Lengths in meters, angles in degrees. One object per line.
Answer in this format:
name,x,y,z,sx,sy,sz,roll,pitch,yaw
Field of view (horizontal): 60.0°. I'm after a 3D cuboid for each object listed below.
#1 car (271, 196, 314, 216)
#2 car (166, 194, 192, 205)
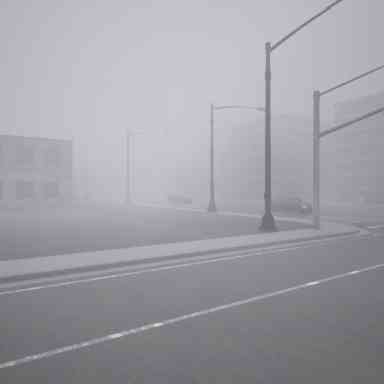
car,9.480,1.229,31.363,2.097,1.767,4.553,0,1,-34
car,-1.944,1.031,48.024,1.882,1.535,5.008,0,1,-34
